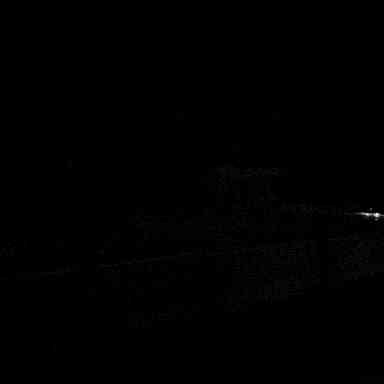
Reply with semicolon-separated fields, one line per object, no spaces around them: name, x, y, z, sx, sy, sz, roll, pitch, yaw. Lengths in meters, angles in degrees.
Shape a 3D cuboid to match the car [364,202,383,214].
car;23.121;1.940;41.062;4.181;1.385;1.994;1;-1;-34
